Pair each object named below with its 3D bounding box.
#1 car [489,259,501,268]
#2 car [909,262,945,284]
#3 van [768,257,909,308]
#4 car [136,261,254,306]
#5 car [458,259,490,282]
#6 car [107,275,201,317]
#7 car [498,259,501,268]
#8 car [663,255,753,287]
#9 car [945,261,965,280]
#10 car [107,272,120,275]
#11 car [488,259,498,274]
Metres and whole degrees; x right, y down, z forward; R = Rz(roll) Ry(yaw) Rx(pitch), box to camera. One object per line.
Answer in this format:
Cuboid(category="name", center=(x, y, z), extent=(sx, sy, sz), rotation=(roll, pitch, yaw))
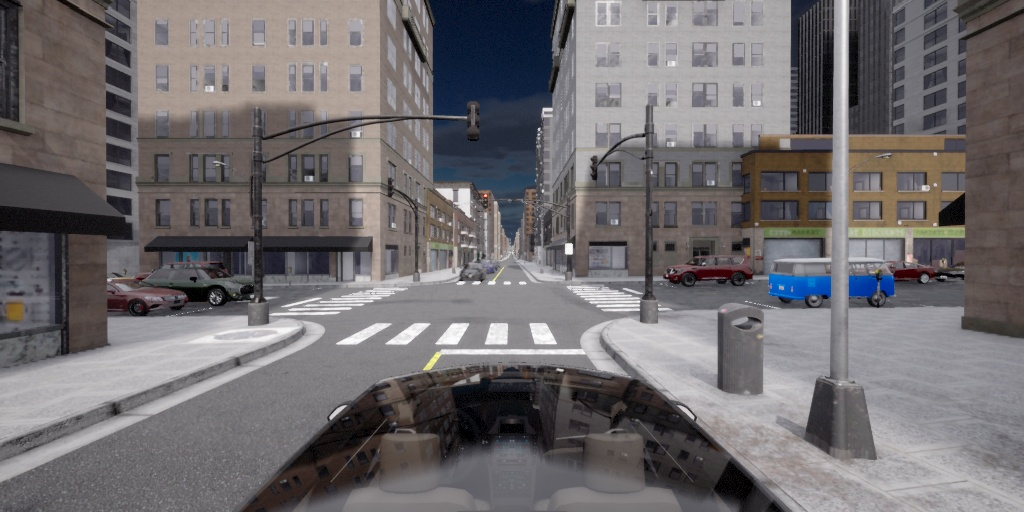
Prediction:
Cuboid(category="car", center=(-3.007, 1.301, 63.861), extent=(1.837, 1.490, 4.892), rotation=(0, 0, 0))
Cuboid(category="car", center=(23.326, 0.965, 22.223), extent=(4.507, 1.381, 1.888), rotation=(0, 0, 0))
Cuboid(category="van", center=(12.125, 0.957, 13.676), extent=(3.998, 1.789, 1.690), rotation=(0, 0, 0))
Cuboid(category="car", center=(-14.001, 1.269, 16.267), extent=(4.553, 1.767, 2.097), rotation=(-1, 0, 0))
Cuboid(category="car", center=(-3.080, 1.257, 28.750), extent=(1.837, 1.490, 4.892), rotation=(0, 0, 0))
Cuboid(category="car", center=(-14.811, 1.528, 13.625), extent=(4.207, 1.307, 1.802), rotation=(0, 0, 0))
Cuboid(category="car", center=(-3.057, 1.283, 52.788), extent=(1.837, 1.490, 4.892), rotation=(0, 0, 0))
Cuboid(category="car", center=(12.108, 0.872, 22.201), extent=(5.009, 1.841, 2.192), rotation=(0, 0, 0))
Cuboid(category="car", center=(28.935, 0.916, 22.234), extent=(4.313, 1.339, 1.948), rotation=(0, 0, 0))
Cuboid(category="car", center=(-26.007, 1.552, 22.129), extent=(4.829, 1.417, 1.751), rotation=(0, 0, 0))
Cuboid(category="car", center=(-3.069, 1.112, 40.698), extent=(2.097, 1.767, 4.553), rotation=(0, 0, 0))
